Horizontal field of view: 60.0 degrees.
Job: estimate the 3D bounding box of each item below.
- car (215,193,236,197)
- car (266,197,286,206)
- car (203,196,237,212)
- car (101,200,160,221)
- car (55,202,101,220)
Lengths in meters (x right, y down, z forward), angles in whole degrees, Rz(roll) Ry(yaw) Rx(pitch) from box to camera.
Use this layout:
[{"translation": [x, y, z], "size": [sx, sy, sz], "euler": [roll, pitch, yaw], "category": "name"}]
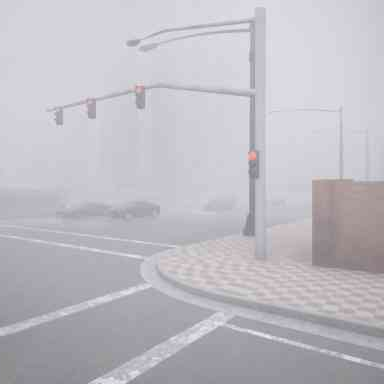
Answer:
[{"translation": [4.310, 1.226, 46.452], "size": [2.150, 2.045, 5.566], "euler": [0, 0, 36], "category": "car"}, {"translation": [13.496, 1.526, 53.080], "size": [2.128, 1.511, 4.902], "euler": [0, 0, 36], "category": "car"}, {"translation": [3.056, 1.566, 38.743], "size": [1.994, 1.385, 4.181], "euler": [0, 0, 36], "category": "car"}, {"translation": [-4.775, 1.482, 27.878], "size": [1.882, 1.535, 5.008], "euler": [0, 0, 36], "category": "car"}, {"translation": [-8.800, 1.553, 28.278], "size": [2.033, 1.411, 5.357], "euler": [0, 0, 36], "category": "car"}]
